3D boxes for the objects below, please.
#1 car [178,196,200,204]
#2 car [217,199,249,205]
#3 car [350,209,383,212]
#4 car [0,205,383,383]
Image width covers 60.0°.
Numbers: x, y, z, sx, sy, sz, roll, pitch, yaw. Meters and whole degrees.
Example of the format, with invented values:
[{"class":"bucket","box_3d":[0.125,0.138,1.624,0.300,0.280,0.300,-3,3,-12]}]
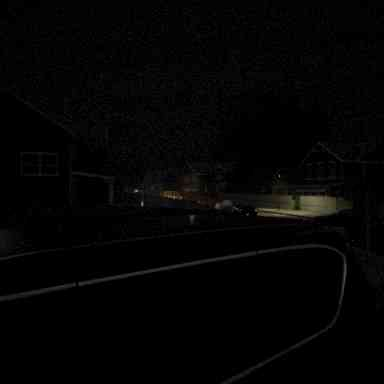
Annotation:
[{"class":"car","box_3d":[-0.624,1.199,41.355,1.895,1.301,4.718,0,1,-20]},{"class":"car","box_3d":[3.581,1.304,27.796,2.033,1.411,5.357,0,0,-16]},{"class":"car","box_3d":[7.487,1.453,14.112,2.033,1.411,5.357,0,1,-19]},{"class":"car","box_3d":[-1.013,1.221,1.762,5.566,2.045,2.150,0,0,-37]}]
